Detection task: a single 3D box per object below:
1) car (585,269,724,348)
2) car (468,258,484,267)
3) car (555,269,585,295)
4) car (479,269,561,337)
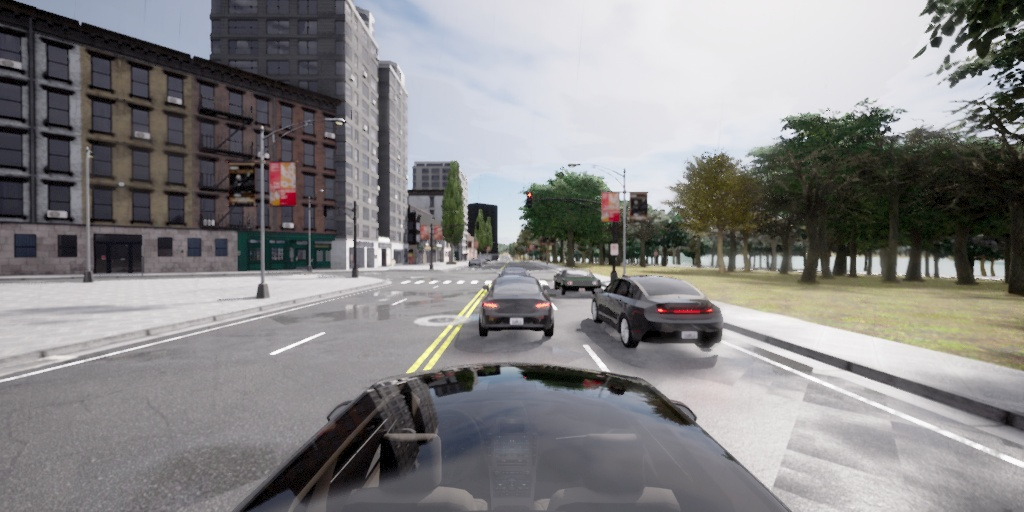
[{"bbox_3d":[3.359,1.246,9.196,1.837,1.490,4.892,0,0,0],"label":"car"},{"bbox_3d":[-6.484,1.240,62.216,1.994,1.385,4.181,0,0,0],"label":"car"},{"bbox_3d":[3.374,1.331,19.439,1.895,1.301,4.718,0,0,0],"label":"car"},{"bbox_3d":[0.114,1.266,10.163,1.812,1.442,4.674,0,0,0],"label":"car"}]
